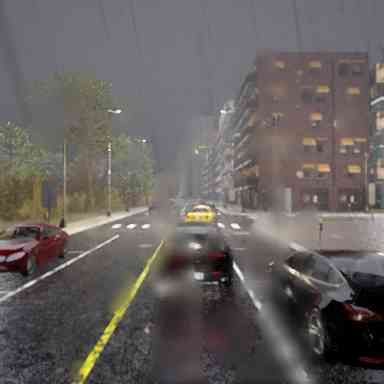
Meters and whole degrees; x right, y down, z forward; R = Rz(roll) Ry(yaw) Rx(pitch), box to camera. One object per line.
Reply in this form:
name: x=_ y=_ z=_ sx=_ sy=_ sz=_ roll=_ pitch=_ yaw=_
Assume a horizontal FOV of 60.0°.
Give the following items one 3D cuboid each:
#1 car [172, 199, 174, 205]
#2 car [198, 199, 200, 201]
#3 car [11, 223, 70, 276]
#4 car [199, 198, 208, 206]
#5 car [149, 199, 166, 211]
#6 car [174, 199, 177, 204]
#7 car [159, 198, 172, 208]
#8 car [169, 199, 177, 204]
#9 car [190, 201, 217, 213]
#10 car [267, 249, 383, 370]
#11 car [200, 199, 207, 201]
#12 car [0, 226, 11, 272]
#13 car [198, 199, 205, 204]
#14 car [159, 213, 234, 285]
car: x=-5.296 y=2.054 z=65.872 sx=2.192 sy=1.841 sz=5.009 roll=1 pitch=-1 yaw=0
car: x=2.582 y=2.330 z=66.692 sx=1.802 sy=1.307 sz=4.206 roll=1 pitch=-1 yaw=0
car: x=-5.307 y=1.700 z=10.729 sx=1.802 sy=1.307 sz=4.206 roll=1 pitch=-1 yaw=0
car: x=2.585 y=2.322 z=78.060 sx=1.967 sy=1.590 sz=4.097 roll=1 pitch=-1 yaw=0
car: x=-5.301 y=2.087 z=48.842 sx=1.887 sy=1.381 sz=4.507 roll=1 pitch=-1 yaw=0
car: x=-5.295 y=2.491 z=82.895 sx=2.008 sy=1.369 sz=4.403 roll=1 pitch=-1 yaw=0
car: x=-5.297 y=1.988 z=60.196 sx=2.192 sy=1.841 sz=5.009 roll=1 pitch=-1 yaw=0
car: x=-5.294 y=2.628 z=94.248 sx=2.008 sy=1.369 sz=4.403 roll=1 pitch=-1 yaw=0
car: x=0.834 y=1.711 z=24.830 sx=1.801 sy=1.575 sz=5.366 roll=0 pitch=0 yaw=10
car: x=2.573 y=1.631 z=5.830 sx=1.947 sy=1.339 sz=4.313 roll=1 pitch=-1 yaw=0
car: x=2.580 y=2.102 z=49.644 sx=2.008 sy=1.369 sz=4.403 roll=1 pitch=-1 yaw=0
car: x=-5.305 y=1.372 z=5.077 sx=2.192 sy=1.841 sz=5.009 roll=1 pitch=-1 yaw=0
car: x=2.587 y=2.633 z=95.106 sx=1.887 sy=1.381 sz=4.507 roll=0 pitch=-1 yaw=0
car: x=0.101 y=1.615 z=9.792 sx=1.837 sy=1.490 sz=4.892 roll=0 pitch=0 yaw=0
